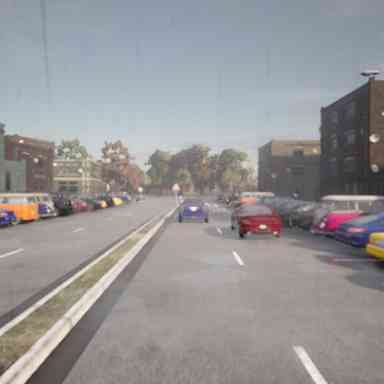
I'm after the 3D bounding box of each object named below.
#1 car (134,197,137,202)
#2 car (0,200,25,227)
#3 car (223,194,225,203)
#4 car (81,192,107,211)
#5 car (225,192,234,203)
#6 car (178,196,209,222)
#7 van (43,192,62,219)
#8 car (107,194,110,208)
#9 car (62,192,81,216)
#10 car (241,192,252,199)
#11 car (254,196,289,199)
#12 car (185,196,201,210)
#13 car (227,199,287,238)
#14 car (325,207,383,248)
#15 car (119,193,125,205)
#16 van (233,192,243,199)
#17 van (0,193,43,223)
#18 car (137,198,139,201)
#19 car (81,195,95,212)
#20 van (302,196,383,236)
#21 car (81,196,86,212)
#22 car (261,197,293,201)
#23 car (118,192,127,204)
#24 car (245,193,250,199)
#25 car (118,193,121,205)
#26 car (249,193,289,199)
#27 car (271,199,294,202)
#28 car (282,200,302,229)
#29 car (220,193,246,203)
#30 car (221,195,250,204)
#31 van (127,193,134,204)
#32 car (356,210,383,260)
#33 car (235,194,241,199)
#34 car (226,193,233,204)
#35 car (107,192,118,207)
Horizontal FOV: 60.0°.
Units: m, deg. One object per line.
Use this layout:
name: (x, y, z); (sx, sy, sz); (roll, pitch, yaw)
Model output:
car: (-12.535, 1.115, 58.087); (4.553, 1.767, 2.185); (0, 0, 0)
car: (-12.540, 1.387, 19.048); (4.674, 1.452, 2.002); (0, 0, 0)
car: (7.657, 1.263, 50.639); (4.892, 1.521, 2.231); (0, 0, 0)
car: (-12.498, 1.042, 35.721); (5.566, 2.045, 2.435); (0, 0, 0)
car: (7.678, 1.023, 45.125); (5.566, 2.045, 2.435); (0, 0, 0)
car: (0.104, 1.205, 24.716); (2.097, 1.767, 4.553); (0, 0, 0)
van: (-12.420, 1.097, 24.729); (4.442, 1.987, 1.878); (0, 0, 0)
car: (-12.709, 1.284, 38.626); (5.366, 1.575, 1.946); (0, 0, 0)
car: (-12.563, 1.063, 27.509); (5.566, 2.045, 2.435); (0, 0, 0)
car: (7.678, 1.174, 34.096); (4.553, 1.767, 2.185); (0, 0, 0)
car: (7.639, 1.329, 25.825); (4.892, 1.521, 2.231); (0, 0, 0)
car: (0.108, 1.279, 41.496); (1.882, 1.535, 5.008); (0, 0, 0)
car: (3.115, 1.366, 17.063); (1.882, 1.535, 5.008); (0, 0, 0)
car: (7.640, 1.437, 12.041); (4.674, 1.452, 2.002); (0, 0, 0)
car: (-12.510, 1.274, 46.839); (5.008, 1.535, 2.097); (0, 0, 0)
van: (7.531, 1.060, 39.610); (4.442, 1.987, 1.878); (0, 0, 0)
van: (-12.657, 1.109, 21.952); (4.442, 1.987, 1.878); (0, 0, 0)
car: (-12.469, 1.231, 63.523); (4.792, 1.488, 2.163); (0, 0, 0)
car: (-12.526, 1.339, 33.004); (4.674, 1.452, 2.002); (0, 0, 0)
van: (7.526, 1.156, 14.672); (4.442, 1.987, 1.878); (0, 0, 0)
car: (-12.529, 1.346, 30.289); (4.674, 1.452, 2.002); (0, 0, 0)
car: (7.639, 1.340, 23.067); (4.892, 1.521, 2.231); (0, 0, 0)
car: (-12.543, 1.144, 49.743); (4.553, 1.767, 2.185); (0, 0, 0)
car: (7.678, 1.183, 31.339); (4.553, 1.767, 2.185); (0, 0, 0)
car: (-12.524, 1.280, 44.185); (4.892, 1.521, 2.231); (0, 0, 0)
car: (7.615, 1.192, 28.581); (4.553, 1.767, 2.185); (0, 0, 0)
car: (7.638, 1.354, 20.311); (4.892, 1.521, 2.231); (0, 0, 0)
car: (7.637, 1.367, 17.555); (4.892, 1.521, 2.231); (0, 0, 0)
car: (7.622, 1.084, 61.677); (4.553, 1.767, 2.185); (0, 0, 0)
car: (7.658, 1.227, 58.915); (5.008, 1.535, 2.097); (0, 0, 0)
van: (-12.390, 1.031, 55.178); (4.442, 1.987, 1.878); (0, 0, 0)
car: (7.827, 1.411, 9.282); (5.366, 1.575, 1.946); (0, 0, 0)
car: (7.653, 1.292, 36.853); (5.008, 1.535, 2.097); (0, 0, 0)
car: (7.463, 1.277, 42.368); (5.366, 1.575, 1.946); (0, 0, 0)
car: (-12.550, 1.032, 41.406); (5.566, 2.045, 2.435); (0, 0, 0)
